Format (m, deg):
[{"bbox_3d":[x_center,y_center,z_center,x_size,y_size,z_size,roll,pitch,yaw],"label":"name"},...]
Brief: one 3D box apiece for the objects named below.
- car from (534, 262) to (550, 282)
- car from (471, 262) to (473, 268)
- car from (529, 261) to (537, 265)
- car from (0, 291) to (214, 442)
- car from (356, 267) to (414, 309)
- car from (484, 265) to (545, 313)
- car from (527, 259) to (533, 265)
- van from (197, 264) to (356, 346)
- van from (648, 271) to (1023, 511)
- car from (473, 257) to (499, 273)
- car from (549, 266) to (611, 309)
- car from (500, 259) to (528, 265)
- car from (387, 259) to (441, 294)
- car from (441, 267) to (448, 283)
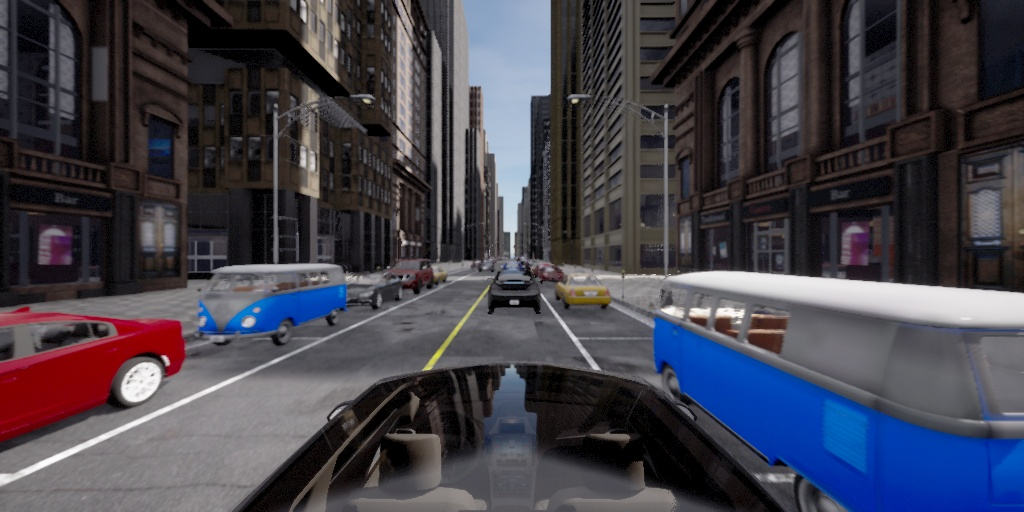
[{"bbox_3d":[2.765,1.339,25.973,1.802,1.307,4.207,0,0,0],"label":"car"},{"bbox_3d":[-5.757,1.361,59.671,1.802,1.307,4.207,0,0,0],"label":"car"},{"bbox_3d":[2.765,1.340,31.591,1.802,1.307,4.207,0,0,0],"label":"car"},{"bbox_3d":[-5.763,1.295,3.487,1.888,1.381,4.507,0,0,0],"label":"car"},{"bbox_3d":[-5.762,1.304,14.724,2.007,1.370,4.403,0,0,0],"label":"car"},{"bbox_3d":[0.087,1.258,14.023,1.837,1.490,4.892,0,0,0],"label":"car"},{"bbox_3d":[2.766,1.286,37.380,1.751,1.417,4.829,0,0,0],"label":"car"},{"bbox_3d":[-5.762,1.093,9.106,1.690,1.789,3.998,0,0,0],"label":"van"},{"bbox_3d":[2.762,1.091,3.497,1.690,1.789,3.998,0,0,0],"label":"van"},{"bbox_3d":[-3.085,1.257,43.774,2.128,1.511,4.902,0,0,0],"label":"car"},{"bbox_3d":[2.764,1.279,14.905,1.751,1.417,4.829,0,0,0],"label":"car"},{"bbox_3d":[0.091,1.235,30.538,1.882,1.535,5.008,0,0,0],"label":"car"},{"bbox_3d":[-5.761,1.070,20.342,2.192,1.841,5.009,0,0,0],"label":"car"},{"bbox_3d":[-5.760,1.282,25.791,1.751,1.417,4.829,0,0,0],"label":"car"}]
